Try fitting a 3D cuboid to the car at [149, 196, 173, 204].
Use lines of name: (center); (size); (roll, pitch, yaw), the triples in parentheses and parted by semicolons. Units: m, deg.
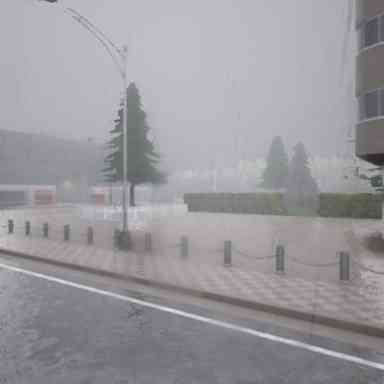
car: (-5.834, 1.529, 63.285); (2.033, 1.411, 5.357); (0, 0, 36)
